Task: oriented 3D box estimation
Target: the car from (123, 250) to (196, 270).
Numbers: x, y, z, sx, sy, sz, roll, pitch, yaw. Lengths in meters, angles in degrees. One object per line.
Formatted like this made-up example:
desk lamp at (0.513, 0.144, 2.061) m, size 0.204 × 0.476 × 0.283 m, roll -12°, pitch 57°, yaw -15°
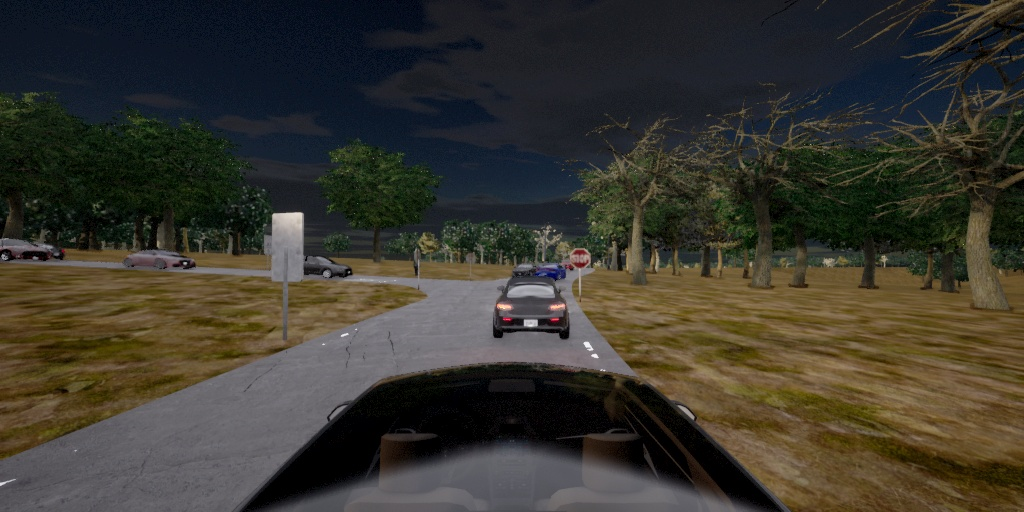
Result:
car at (-25.328, 0.256, 25.876) m, size 4.181 × 1.385 × 1.994 m, roll 3°, pitch -1°, yaw 7°

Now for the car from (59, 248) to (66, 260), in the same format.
car at (-41.388, -0.415, 31.062) m, size 4.674 × 1.442 × 1.812 m, roll 2°, pitch -1°, yaw 7°

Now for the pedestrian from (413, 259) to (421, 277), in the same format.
pedestrian at (-8.022, 0.850, 30.159) m, size 0.375 × 1.860 × 0.375 m, roll 0°, pitch -4°, yaw 7°

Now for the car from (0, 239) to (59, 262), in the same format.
car at (-38.322, -0.514, 27.492) m, size 4.553 × 1.767 × 2.097 m, roll 2°, pitch -1°, yaw 7°

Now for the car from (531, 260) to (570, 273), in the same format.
car at (3.521, 1.390, 31.915) m, size 1.882 × 1.535 × 5.008 m, roll 0°, pitch -1°, yaw 19°

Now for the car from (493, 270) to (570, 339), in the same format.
car at (0.538, 1.281, 10.018) m, size 1.812 × 1.442 × 4.674 m, roll 0°, pitch 0°, yaw 3°

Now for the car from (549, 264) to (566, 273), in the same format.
car at (7.090, 1.895, 55.569) m, size 1.895 × 1.301 × 4.718 m, roll 0°, pitch -1°, yaw 16°

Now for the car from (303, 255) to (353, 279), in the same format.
car at (-13.317, 0.714, 24.385) m, size 4.892 × 1.490 × 1.837 m, roll 3°, pitch -1°, yaw 8°

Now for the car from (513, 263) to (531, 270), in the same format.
car at (1.413, 1.454, 36.145) m, size 1.882 × 1.535 × 5.008 m, roll 0°, pitch -1°, yaw 17°
